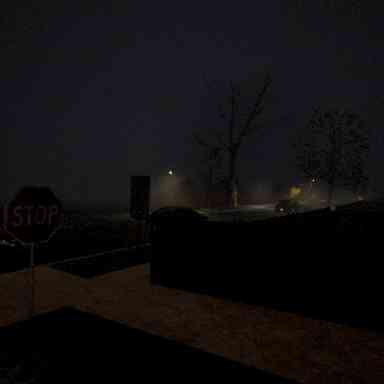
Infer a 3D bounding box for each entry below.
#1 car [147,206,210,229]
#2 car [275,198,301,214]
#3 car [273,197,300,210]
[{"bbox_3d":[-0.686,1.632,20.071,1.837,1.490,4.892,4,2,33],"label":"car"},{"bbox_3d":[11.091,1.664,38.170,1.837,1.490,4.892,4,2,33],"label":"car"},{"bbox_3d":[13.359,1.553,46.691,2.033,1.411,5.357,4,2,33],"label":"car"}]
